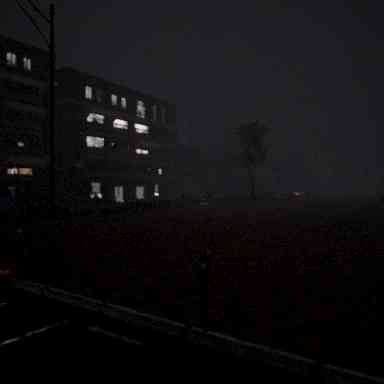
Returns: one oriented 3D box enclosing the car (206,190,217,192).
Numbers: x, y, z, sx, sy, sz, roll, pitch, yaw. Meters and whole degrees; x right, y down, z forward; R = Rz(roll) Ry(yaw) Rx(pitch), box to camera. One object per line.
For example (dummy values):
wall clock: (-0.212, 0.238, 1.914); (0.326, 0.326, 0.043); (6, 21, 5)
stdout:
car: (2.573, 0.696, 58.096); (2.150, 2.045, 5.566); (0, 1, 35)

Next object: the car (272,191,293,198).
car: (19.922, 0.694, 73.130); (2.008, 1.369, 4.403); (1, 1, 35)

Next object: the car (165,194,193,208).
car: (-2.272, 1.293, 41.081); (2.008, 1.369, 4.403); (1, 1, 35)

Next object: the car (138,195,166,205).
car: (-5.990, 1.232, 50.432); (1.947, 1.339, 4.313); (1, 1, 35)

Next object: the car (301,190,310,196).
car: (29.433, 0.330, 86.862); (1.967, 1.590, 4.097); (1, 1, 35)

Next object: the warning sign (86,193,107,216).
warning sign: (-8.171, 1.069, 28.434); (1.300, 1.860, 1.060); (-1, -1, 35)

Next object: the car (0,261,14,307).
car: (-5.384, 1.621, 6.709); (4.507, 1.381, 1.887); (-1, 0, 36)

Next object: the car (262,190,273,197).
car: (19.374, 0.300, 87.053); (2.192, 1.841, 5.009); (1, 1, 35)

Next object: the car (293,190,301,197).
car: (23.092, 0.610, 77.707); (2.008, 1.369, 4.403); (1, 1, 35)

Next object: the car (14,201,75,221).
car: (-11.784, 1.569, 27.347); (1.947, 1.339, 4.313); (1, 1, 35)

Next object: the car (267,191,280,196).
car: (22.544, 0.445, 91.636); (1.887, 1.381, 4.507); (1, 1, 35)

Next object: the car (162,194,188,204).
car: (-2.820, 1.131, 55.010); (2.008, 1.369, 4.403); (1, 1, 35)

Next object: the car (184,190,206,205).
car: (-0.433, 0.985, 48.482); (2.097, 1.767, 4.553); (0, 1, 35)

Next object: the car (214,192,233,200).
car: (6.595, 0.852, 68.604); (1.752, 1.417, 4.829); (1, 1, 35)

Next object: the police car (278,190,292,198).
police car: (22.448, 0.459, 80.320); (1.930, 1.638, 5.238); (0, 1, 32)

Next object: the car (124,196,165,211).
car: (-5.443, 1.374, 36.502); (1.887, 1.381, 4.507); (1, 1, 35)

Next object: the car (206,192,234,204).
car: (4.069, 1.121, 50.238); (2.008, 1.369, 4.403); (1, 1, 35)

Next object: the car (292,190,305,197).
car: (28.355, 0.337, 88.506); (1.801, 1.575, 5.366); (0, 1, 35)

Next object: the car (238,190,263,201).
car: (10.507, 0.921, 59.534); (1.752, 1.417, 4.829); (1, 1, 35)

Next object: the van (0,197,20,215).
van: (-18.672, 1.354, 32.114); (1.690, 1.788, 3.998); (1, 1, 35)

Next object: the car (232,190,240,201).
car: (7.995, 0.899, 60.652); (2.128, 1.511, 4.902); (0, 1, 35)

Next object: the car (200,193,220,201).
car: (3.521, 0.975, 64.167); (1.947, 1.339, 4.313); (1, 1, 35)

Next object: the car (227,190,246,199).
car: (9.864, 0.554, 73.318); (2.192, 1.841, 5.009); (1, 1, 35)
